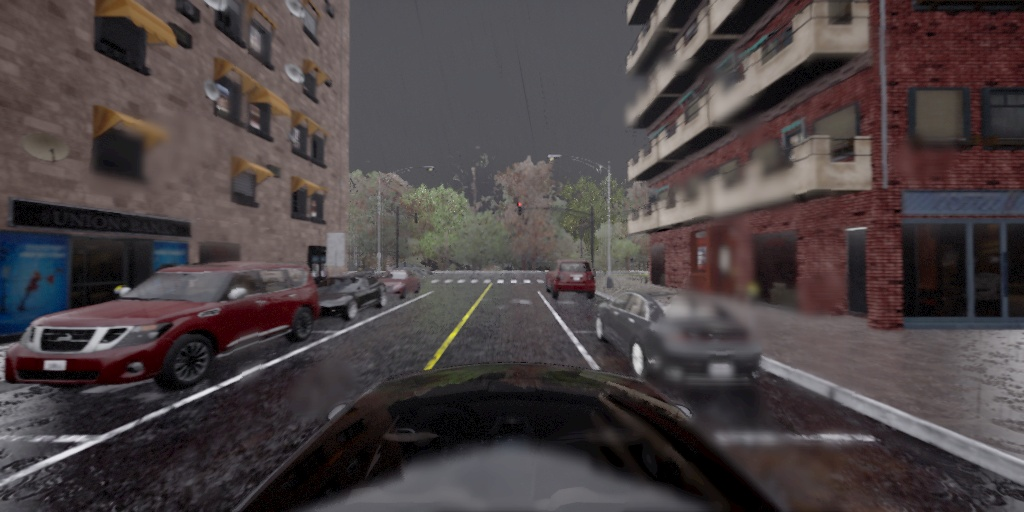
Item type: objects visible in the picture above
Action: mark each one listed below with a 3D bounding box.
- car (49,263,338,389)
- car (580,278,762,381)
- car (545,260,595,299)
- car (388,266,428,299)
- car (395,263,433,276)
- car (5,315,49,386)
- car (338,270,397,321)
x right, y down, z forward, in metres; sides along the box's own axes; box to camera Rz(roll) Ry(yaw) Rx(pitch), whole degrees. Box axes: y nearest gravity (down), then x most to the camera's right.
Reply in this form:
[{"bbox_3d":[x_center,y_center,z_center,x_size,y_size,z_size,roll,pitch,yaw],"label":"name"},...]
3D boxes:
[{"bbox_3d":[-5.819,1.074,7.073,2.192,1.841,5.009,0,0,0],"label":"car"},{"bbox_3d":[2.829,1.309,7.041,2.007,1.370,4.403,0,0,0],"label":"car"},{"bbox_3d":[2.829,1.092,18.176,2.192,1.841,5.009,0,0,0],"label":"car"},{"bbox_3d":[-5.819,1.360,18.210,1.802,1.307,4.207,0,0,0],"label":"car"},{"bbox_3d":[-9.807,1.369,34.576,4.181,1.385,1.994,1,-1,1],"label":"car"},{"bbox_3d":[-5.819,1.300,1.505,2.007,1.370,4.403,0,0,0],"label":"car"},{"bbox_3d":[-5.819,1.334,12.642,1.948,1.339,4.313,0,0,0],"label":"car"}]
